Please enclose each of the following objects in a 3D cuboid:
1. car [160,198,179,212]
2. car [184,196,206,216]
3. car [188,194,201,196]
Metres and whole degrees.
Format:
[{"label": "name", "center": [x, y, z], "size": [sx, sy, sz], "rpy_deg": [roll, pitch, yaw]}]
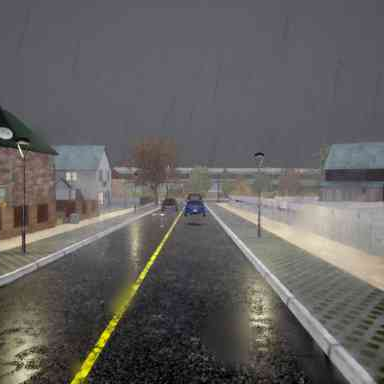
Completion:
[{"label": "car", "center": [-2.549, 1.502, 38.656], "size": [1.837, 1.490, 4.892], "rpy_deg": [0, -1, 1]}, {"label": "car", "center": [0.282, 1.469, 32.065], "size": [1.882, 1.535, 5.008], "rpy_deg": [0, 0, 0]}, {"label": "car", "center": [0.348, 1.220, 43.590], "size": [2.150, 2.045, 5.566], "rpy_deg": [0, 0, 0]}]
